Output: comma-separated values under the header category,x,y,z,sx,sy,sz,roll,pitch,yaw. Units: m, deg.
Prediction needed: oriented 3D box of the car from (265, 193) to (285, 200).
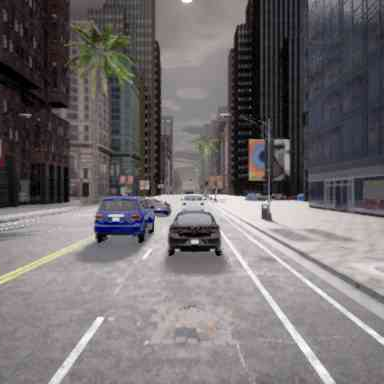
category,x,y,z,sx,sy,sz,roll,pitch,yaw
car,22.767,1.323,91.542,5.009,1.841,2.192,0,0,0

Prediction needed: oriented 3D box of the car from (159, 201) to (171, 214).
category,x,y,z,sx,sy,sz,roll,pitch,yaw
car,-3.140,1.573,33.649,1.994,1.385,4.181,0,0,0

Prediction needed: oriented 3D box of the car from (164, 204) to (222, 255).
category,x,y,z,sx,sy,sz,roll,pitch,yaw
car,0.100,1.480,13.379,1.882,1.535,5.008,0,0,0

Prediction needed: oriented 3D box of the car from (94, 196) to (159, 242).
category,x,y,z,sx,sy,sz,roll,pitch,yaw
car,-3.145,1.225,16.455,2.150,2.045,5.566,0,0,0

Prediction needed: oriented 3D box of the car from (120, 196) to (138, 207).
category,x,y,z,sx,sy,sz,roll,pitch,yaw
car,-9.796,1.496,52.378,1.882,1.535,5.008,0,0,0

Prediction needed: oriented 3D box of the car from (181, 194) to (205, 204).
category,x,y,z,sx,sy,sz,roll,pitch,yaw
car,0.110,1.230,32.187,2.150,2.045,5.566,0,0,0

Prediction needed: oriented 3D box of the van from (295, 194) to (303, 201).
category,x,y,z,sx,sy,sz,roll,pitch,yaw
van,28.448,1.365,83.018,3.998,1.788,1.690,0,0,0

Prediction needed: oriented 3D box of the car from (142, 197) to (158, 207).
category,x,y,z,sx,sy,sz,roll,pitch,yaw
car,-6.547,1.544,52.398,1.812,1.442,4.674,0,0,0

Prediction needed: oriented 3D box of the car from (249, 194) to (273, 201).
category,x,y,z,sx,sy,sz,roll,pitch,yaw
car,17.092,1.582,83.018,4.403,1.369,2.008,0,0,0

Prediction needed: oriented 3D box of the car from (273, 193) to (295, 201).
category,x,y,z,sx,sy,sz,roll,pitch,yaw
car,22.770,1.609,83.018,4.206,1.307,1.802,0,0,0

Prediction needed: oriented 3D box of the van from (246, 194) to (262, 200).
category,x,y,z,sx,sy,sz,roll,pitch,yaw
van,17.090,1.353,91.542,3.998,1.788,1.690,0,0,0
